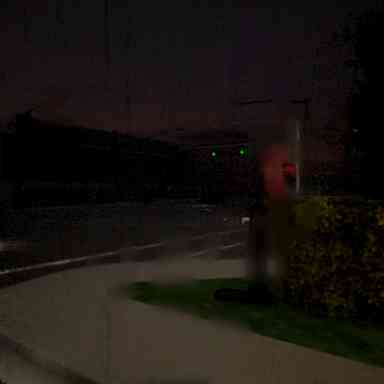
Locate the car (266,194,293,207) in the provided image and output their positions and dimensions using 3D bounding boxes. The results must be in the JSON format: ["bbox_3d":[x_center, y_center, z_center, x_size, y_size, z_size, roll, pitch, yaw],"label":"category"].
[{"bbox_3d":[11.625,1.131,41.816,2.033,1.411,5.357,0,2,35],"label":"car"}]

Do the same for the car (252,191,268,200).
[{"bbox_3d":[12.845,0.621,61.918,1.812,1.442,4.674,0,1,36],"label":"car"}]

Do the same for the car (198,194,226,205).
[{"bbox_3d":[2.961,1.065,47.917,2.033,1.411,5.357,0,2,35],"label":"car"}]
